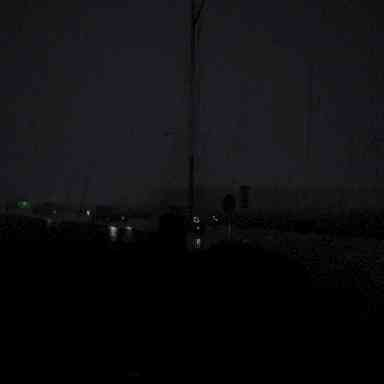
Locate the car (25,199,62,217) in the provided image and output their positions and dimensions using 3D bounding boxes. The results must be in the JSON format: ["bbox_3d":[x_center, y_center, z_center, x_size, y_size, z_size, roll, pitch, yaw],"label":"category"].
[{"bbox_3d":[-16.722,1.961,38.028,4.902,1.511,2.128,0,0,44],"label":"car"}]

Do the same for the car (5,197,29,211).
[{"bbox_3d":[-26.790,1.834,51.129,5.566,2.045,2.150,-1,-1,42],"label":"car"}]

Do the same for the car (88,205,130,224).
[{"bbox_3d":[-7.203,1.865,28.508,1.837,1.490,4.892,0,0,-44],"label":"car"}]

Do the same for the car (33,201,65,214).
[{"bbox_3d":[-19.056,2.020,44.178,4.902,1.511,2.128,-1,-1,43],"label":"car"}]

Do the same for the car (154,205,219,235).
[{"bbox_3d":[-0.428,1.630,21.260,2.097,1.767,4.553,0,-1,-42],"label":"car"}]
